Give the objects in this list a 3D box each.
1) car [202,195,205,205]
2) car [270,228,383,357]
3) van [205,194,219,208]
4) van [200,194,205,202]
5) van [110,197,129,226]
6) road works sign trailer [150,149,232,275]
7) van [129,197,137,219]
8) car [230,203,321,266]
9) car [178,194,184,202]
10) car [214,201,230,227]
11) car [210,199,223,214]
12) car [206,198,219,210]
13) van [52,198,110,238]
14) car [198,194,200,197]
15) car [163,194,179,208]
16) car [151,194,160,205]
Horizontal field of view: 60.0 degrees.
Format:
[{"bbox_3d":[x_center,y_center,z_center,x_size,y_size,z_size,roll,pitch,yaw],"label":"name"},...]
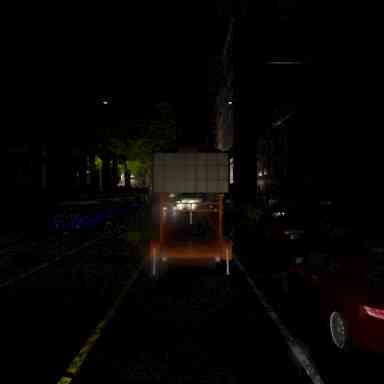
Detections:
[{"bbox_3d":[2.722,1.503,45.451,1.887,1.381,4.507,0,0,0],"label":"car"},{"bbox_3d":[2.840,1.581,5.827,1.802,1.307,4.206,0,0,0],"label":"car"},{"bbox_3d":[2.738,1.308,39.790,1.690,1.788,3.998,0,0,0],"label":"van"},{"bbox_3d":[2.688,1.278,56.771,1.690,1.788,3.998,0,0,0],"label":"van"},{"bbox_3d":[-5.736,1.329,22.758,1.690,1.788,3.998,0,0,0],"label":"van"},{"bbox_3d":[-0.029,0.461,10.433,2.380,3.560,2.880,0,0,0],"label":"road works sign trailer"},{"bbox_3d":[-5.753,1.323,28.416,1.690,1.788,3.998,0,0,0],"label":"van"},{"bbox_3d":[2.822,1.311,11.488,2.192,1.841,5.009,0,0,0],"label":"car"},{"bbox_3d":[-3.214,1.450,72.314,2.033,1.411,5.357,0,0,0],"label":"car"},{"bbox_3d":[2.790,1.533,22.809,1.887,1.381,4.507,0,0,0],"label":"car"},{"bbox_3d":[2.773,1.564,28.469,1.802,1.307,4.206,0,0,0],"label":"car"},{"bbox_3d":[2.756,1.557,34.130,1.802,1.307,4.206,0,0,0],"label":"car"},{"bbox_3d":[-5.719,1.334,17.100,1.690,1.788,3.998,0,0,0],"label":"van"},{"bbox_3d":[2.672,1.491,62.432,1.947,1.339,4.313,0,0,0],"label":"car"},{"bbox_3d":[-3.239,1.478,48.687,1.812,1.442,4.674,0,0,0],"label":"car"},{"bbox_3d":[-5.836,1.252,56.705,2.192,1.841,5.009,0,0,0],"label":"car"}]
